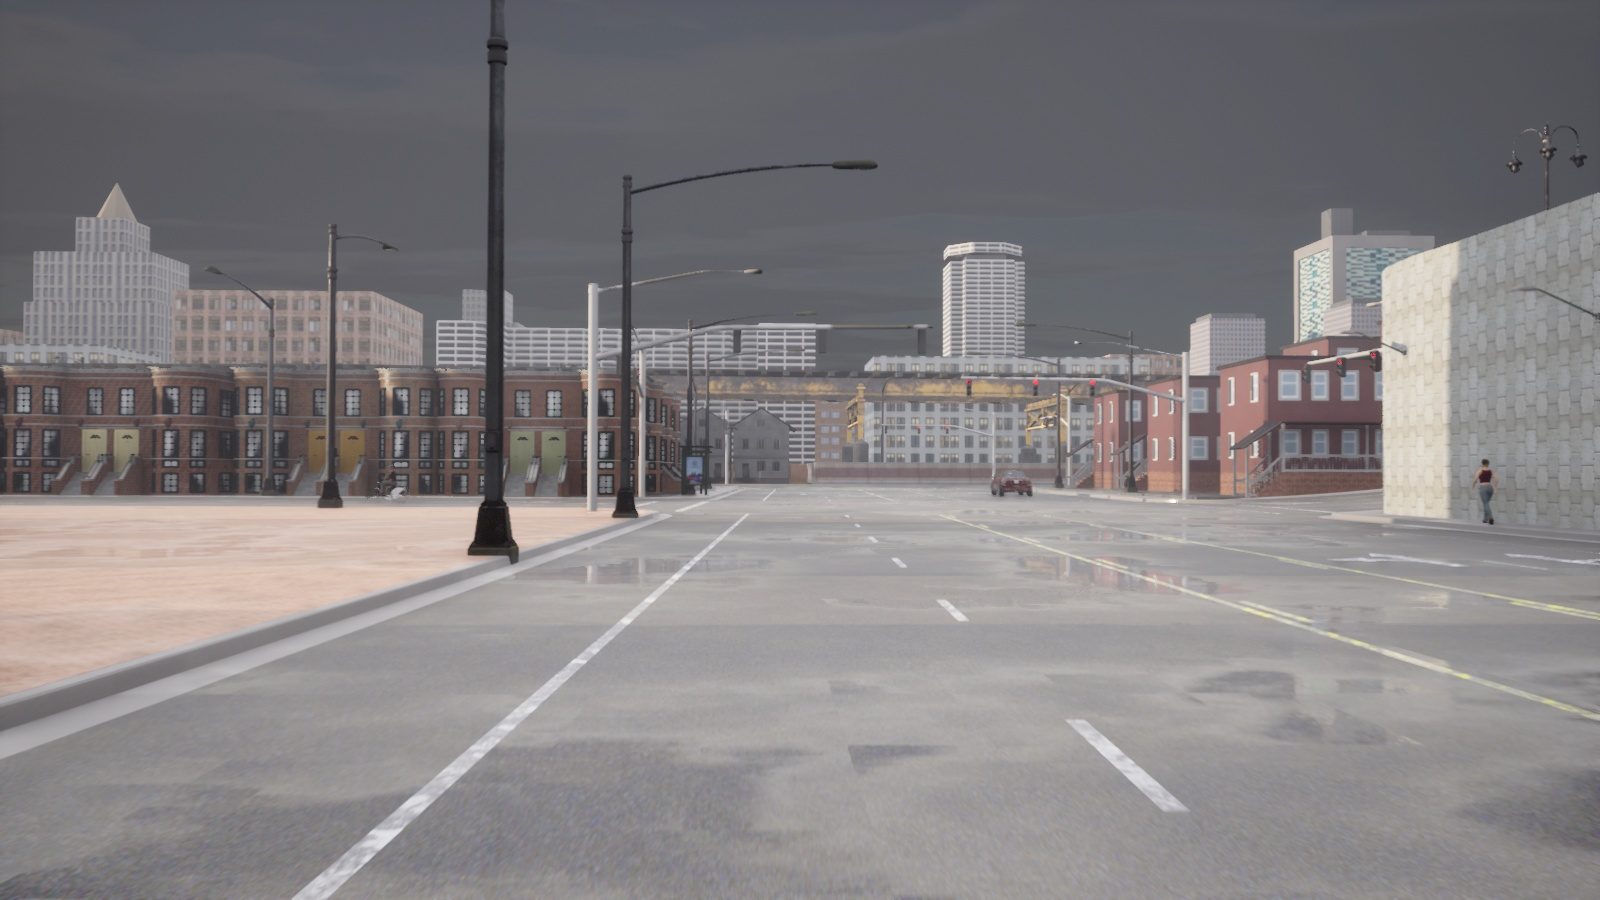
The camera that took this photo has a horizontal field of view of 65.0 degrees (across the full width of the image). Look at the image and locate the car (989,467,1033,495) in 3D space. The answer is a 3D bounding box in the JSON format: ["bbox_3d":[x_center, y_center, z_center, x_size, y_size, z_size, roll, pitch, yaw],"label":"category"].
[{"bbox_3d":[13.800,1.996,82.325,2.097,1.767,4.553,0,-1,0],"label":"car"}]

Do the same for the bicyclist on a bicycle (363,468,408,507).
[{"bbox_3d":[-18.847,1.717,57.139,1.843,1.776,0.659,0,-1,0],"label":"bicyclist on a bicycle"}]

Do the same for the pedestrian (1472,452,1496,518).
[{"bbox_3d":[19.175,0.983,35.214,0.345,1.836,0.594,0,-1,0],"label":"pedestrian"}]
